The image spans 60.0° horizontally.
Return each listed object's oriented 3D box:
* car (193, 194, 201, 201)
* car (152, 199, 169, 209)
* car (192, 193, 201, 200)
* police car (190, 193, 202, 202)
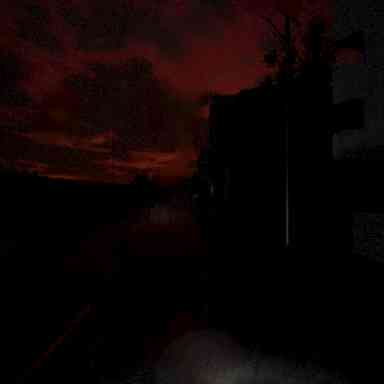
[{"bbox_3d":[1.203,1.353,81.702,1.801,1.575,5.366,0,0,0],"label":"car"},{"bbox_3d":[-4.089,1.546,43.302,1.895,1.301,4.718,0,0,0],"label":"car"},{"bbox_3d":[1.150,1.191,87.482,2.097,1.767,4.553,-3,0,0],"label":"car"},{"bbox_3d":[1.191,1.330,71.624,1.930,1.638,5.238,0,0,0],"label":"police car"}]
